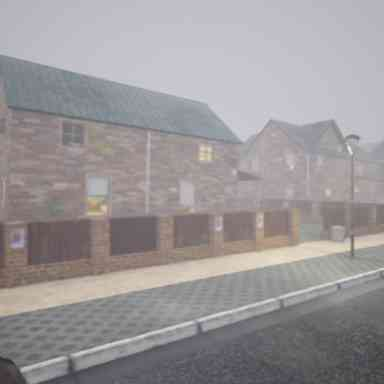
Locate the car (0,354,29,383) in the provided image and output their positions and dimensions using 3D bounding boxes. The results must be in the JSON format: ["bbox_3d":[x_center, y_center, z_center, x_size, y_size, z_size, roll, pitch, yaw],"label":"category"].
[{"bbox_3d":[-2.720,1.564,1.131,4.181,1.385,1.994,0,0,-36],"label":"car"}]
